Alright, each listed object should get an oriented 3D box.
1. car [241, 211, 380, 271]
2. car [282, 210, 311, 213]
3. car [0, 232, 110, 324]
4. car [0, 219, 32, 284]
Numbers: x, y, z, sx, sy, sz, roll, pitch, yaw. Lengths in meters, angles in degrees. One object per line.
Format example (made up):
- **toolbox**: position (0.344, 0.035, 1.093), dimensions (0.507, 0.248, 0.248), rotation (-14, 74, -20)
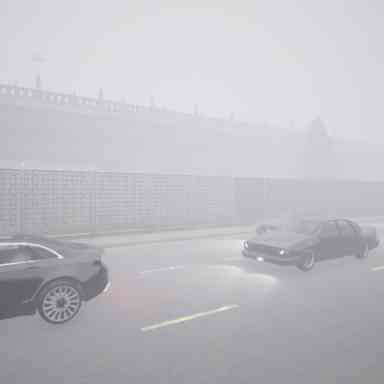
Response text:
- **car**: position (4.155, 1.547, 11.105), dimensions (5.357, 1.411, 2.033), rotation (0, 0, -35)
- **car**: position (4.998, 1.564, 15.940), dimensions (4.181, 1.385, 1.994), rotation (0, 0, -35)
- **car**: position (-3.865, 1.492, 5.567), dimensions (4.902, 1.511, 2.128), rotation (0, 0, -35)
- **car**: position (-6.546, 1.525, 7.960), dimensions (4.674, 1.442, 1.812), rotation (0, 0, -35)
